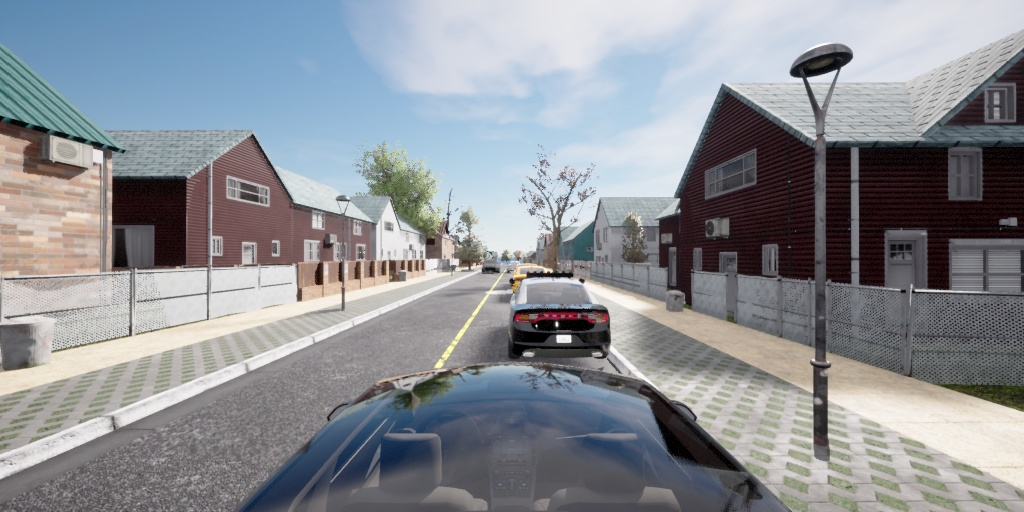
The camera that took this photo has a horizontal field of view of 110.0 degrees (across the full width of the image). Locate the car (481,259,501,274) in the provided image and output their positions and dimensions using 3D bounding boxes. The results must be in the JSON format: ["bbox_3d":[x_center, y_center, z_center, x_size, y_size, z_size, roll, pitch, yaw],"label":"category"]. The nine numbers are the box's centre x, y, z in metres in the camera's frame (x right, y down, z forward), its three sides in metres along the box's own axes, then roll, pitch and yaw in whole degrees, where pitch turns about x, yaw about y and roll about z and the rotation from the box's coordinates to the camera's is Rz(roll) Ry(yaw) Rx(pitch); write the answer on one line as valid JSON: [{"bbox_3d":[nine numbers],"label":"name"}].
[{"bbox_3d":[-2.441,1.192,42.557,2.097,1.767,4.553,0,0,0],"label":"car"}]

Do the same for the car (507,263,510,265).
[{"bbox_3d":[0.365,1.383,45.720,1.812,1.442,4.674,0,0,1],"label":"car"}]

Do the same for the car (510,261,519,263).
[{"bbox_3d":[1.001,1.250,24.446,1.882,1.535,5.008,0,0,0],"label":"car"}]

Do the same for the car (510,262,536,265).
[{"bbox_3d":[0.956,1.238,18.445,1.882,1.535,5.008,0,0,0],"label":"car"}]

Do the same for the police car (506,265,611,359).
[{"bbox_3d":[0.883,1.176,8.555,1.930,1.638,5.238,0,0,0],"label":"police car"}]
